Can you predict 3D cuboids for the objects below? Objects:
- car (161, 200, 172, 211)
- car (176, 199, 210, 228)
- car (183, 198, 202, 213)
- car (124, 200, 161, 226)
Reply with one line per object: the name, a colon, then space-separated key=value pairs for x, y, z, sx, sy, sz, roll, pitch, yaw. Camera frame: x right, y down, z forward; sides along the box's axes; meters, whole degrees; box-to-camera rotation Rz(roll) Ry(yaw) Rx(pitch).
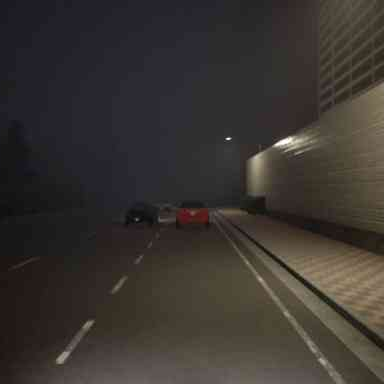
car: x=-3.419 y=1.559 z=39.407 sx=1.895 sy=1.301 sz=4.718 roll=0 pitch=0 yaw=0
car: x=0.056 y=1.327 z=22.274 sx=2.097 sy=1.767 sz=4.553 roll=0 pitch=0 yaw=0
car: x=0.080 y=1.507 z=38.306 sx=2.033 sy=1.411 sz=5.357 roll=0 pitch=0 yaw=0
car: x=-3.401 y=1.501 z=22.765 sx=1.812 sy=1.442 sz=4.674 roll=0 pitch=0 yaw=0
